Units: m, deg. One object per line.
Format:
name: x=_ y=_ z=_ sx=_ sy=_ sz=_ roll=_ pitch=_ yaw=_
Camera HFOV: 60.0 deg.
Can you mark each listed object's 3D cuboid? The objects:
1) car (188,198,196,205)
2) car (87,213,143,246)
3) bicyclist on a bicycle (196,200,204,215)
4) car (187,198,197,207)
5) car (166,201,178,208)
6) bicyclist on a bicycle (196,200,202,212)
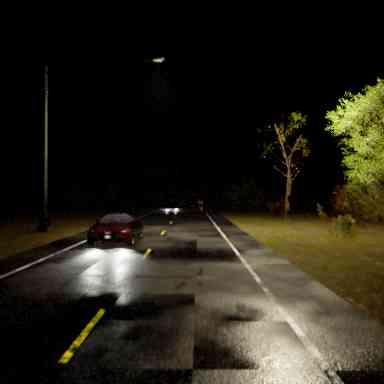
car: x=0.090 y=2.237 z=77.354 sx=1.837 sy=1.490 sz=4.892 roll=0 pitch=-1 yaw=0
car: x=-3.582 y=1.722 z=16.062 sx=1.994 sy=1.385 sz=4.181 roll=0 pitch=-1 yaw=0
bicyclist on a bicycle: x=1.004 y=1.721 z=36.291 sx=0.659 sy=1.776 sz=1.843 roll=0 pitch=0 yaw=0
car: x=0.081 y=2.196 z=66.165 sx=1.994 sy=1.385 sz=4.181 roll=0 pitch=-1 yaw=0
car: x=-3.483 y=2.156 z=57.949 sx=1.895 sy=1.301 sz=4.718 roll=0 pitch=-1 yaw=1
bicyclist on a bicycle: x=1.008 y=1.882 z=46.404 sx=0.866 sy=1.612 sz=1.509 roll=0 pitch=-1 yaw=0
